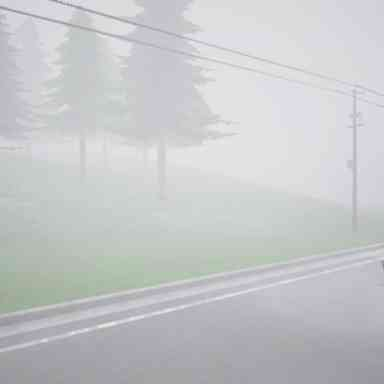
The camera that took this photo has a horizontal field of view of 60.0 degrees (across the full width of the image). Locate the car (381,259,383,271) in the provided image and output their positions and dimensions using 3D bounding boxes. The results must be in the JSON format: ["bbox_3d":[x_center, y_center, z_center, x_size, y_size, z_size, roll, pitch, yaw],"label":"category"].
[{"bbox_3d":[7.230,1.540,8.996,5.357,1.411,2.033,0,0,-35],"label":"car"}]
